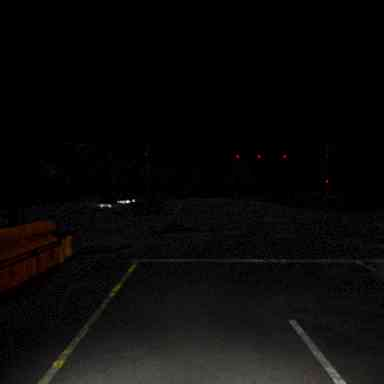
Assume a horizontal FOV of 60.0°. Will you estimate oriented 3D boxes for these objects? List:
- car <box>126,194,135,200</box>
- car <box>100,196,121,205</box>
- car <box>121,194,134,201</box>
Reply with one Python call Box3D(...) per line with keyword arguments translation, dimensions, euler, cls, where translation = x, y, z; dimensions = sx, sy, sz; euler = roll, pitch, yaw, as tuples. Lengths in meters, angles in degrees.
Box3D(translation=(-16.052, 1.295, 86.497), dimensions=(1.895, 1.301, 4.718), euler=(0, 0, -14), cls="car")
Box3D(translation=(-14.079, 1.360, 56.549), dimensions=(2.033, 1.411, 5.357), euler=(0, 0, 0), cls="car")
Box3D(translation=(-14.076, 1.308, 71.670), dimensions=(1.994, 1.385, 4.181), euler=(0, 0, 0), cls="car")
